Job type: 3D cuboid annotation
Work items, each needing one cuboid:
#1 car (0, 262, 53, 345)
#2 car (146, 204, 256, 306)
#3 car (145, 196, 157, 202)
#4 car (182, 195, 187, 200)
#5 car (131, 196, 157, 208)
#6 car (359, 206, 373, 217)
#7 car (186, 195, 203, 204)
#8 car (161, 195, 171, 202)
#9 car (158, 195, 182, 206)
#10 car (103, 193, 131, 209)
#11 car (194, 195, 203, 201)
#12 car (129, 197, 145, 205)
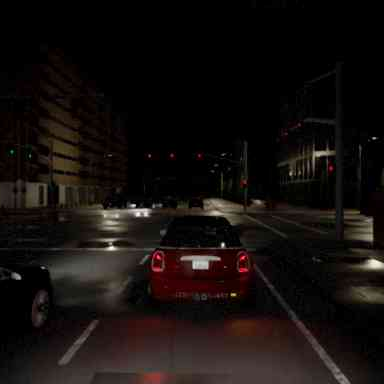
[{"bbox_3d":[-3.394,1.490,3.955,2.128,1.511,4.902,0,0,1],"label":"car"},{"bbox_3d":[0.224,1.348,8.183,2.097,1.767,4.553,0,0,2],"label":"car"},{"bbox_3d":[-9.209,1.543,74.599,1.895,1.301,4.718,0,0,2],"label":"car"},{"bbox_3d":[-2.057,1.504,79.504,2.033,1.411,5.357,0,0,2],"label":"car"},{"bbox_3d":[-6.589,1.470,46.604,2.128,1.511,4.902,0,0,1],"label":"car"},{"bbox_3d":[17.803,1.519,30.018,5.008,1.535,1.882,0,0,1],"label":"car"},{"bbox_3d":[0.595,1.456,46.469,1.882,1.535,5.008,0,0,1],"label":"car"},{"bbox_3d":[-5.727,1.482,73.948,1.812,1.442,4.674,0,0,2],"label":"car"},{"bbox_3d":[-2.937,1.471,44.972,2.128,1.511,4.902,0,0,1],"label":"car"},{"bbox_3d":[-10.146,1.194,44.171,2.150,2.045,5.566,0,1,1],"label":"car"},{"bbox_3d":[1.496,1.488,81.216,2.128,1.511,4.902,0,0,2],"label":"car"},{"bbox_3d":[-9.729,1.538,59.426,1.994,1.385,4.181,0,0,2],"label":"car"}]
